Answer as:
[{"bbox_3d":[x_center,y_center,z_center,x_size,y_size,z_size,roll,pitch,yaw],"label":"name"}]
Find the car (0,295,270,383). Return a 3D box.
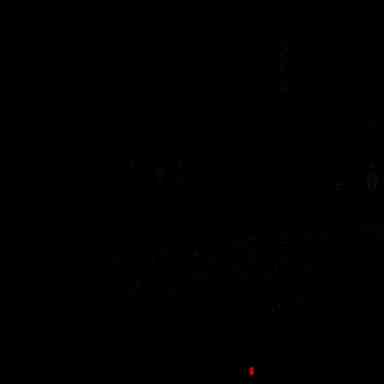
[{"bbox_3d":[-1.883,1.548,2.034,5.357,1.411,2.033,0,0,-35],"label":"car"}]
